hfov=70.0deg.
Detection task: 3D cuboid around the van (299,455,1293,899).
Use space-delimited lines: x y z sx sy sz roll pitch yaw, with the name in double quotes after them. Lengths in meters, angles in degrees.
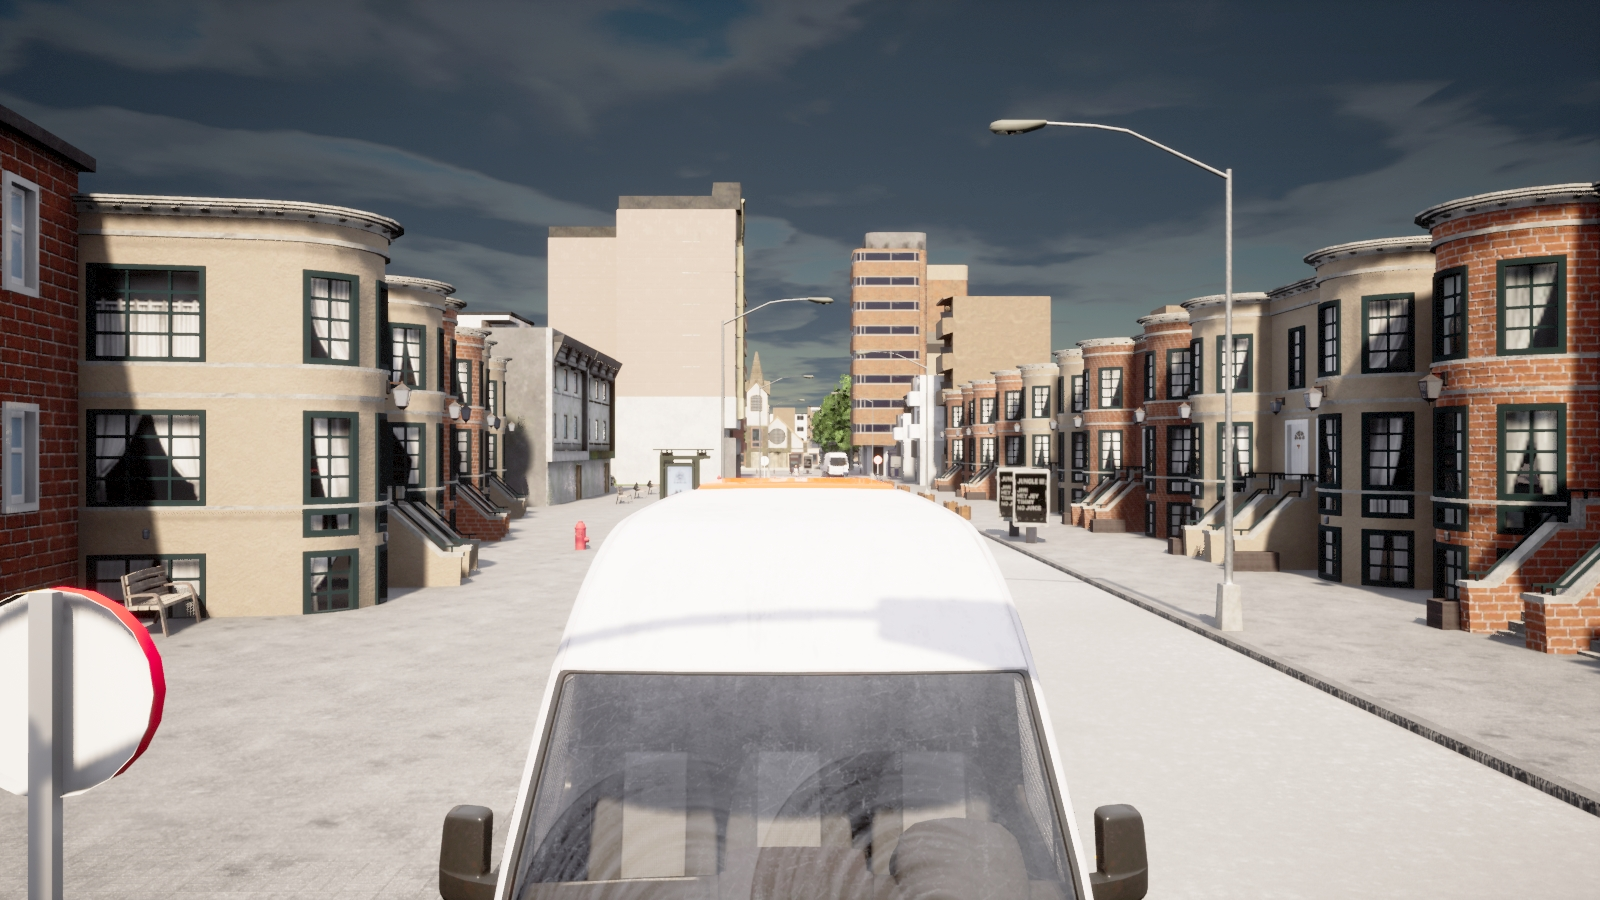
-0.019 1.314 5.243 1.988 2.561 5.915 0 0 0 "van"
